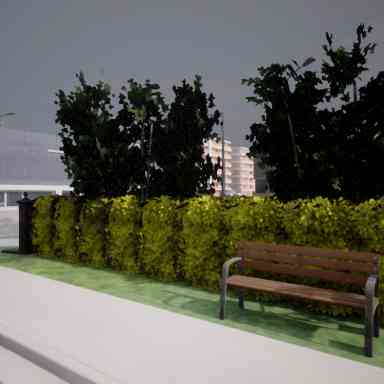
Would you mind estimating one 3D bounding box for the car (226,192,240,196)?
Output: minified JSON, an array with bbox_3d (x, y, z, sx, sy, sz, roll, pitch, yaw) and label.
[{"bbox_3d":[8.715,0.704,70.912,1.812,1.442,4.674,0,0,35],"label":"car"}]
